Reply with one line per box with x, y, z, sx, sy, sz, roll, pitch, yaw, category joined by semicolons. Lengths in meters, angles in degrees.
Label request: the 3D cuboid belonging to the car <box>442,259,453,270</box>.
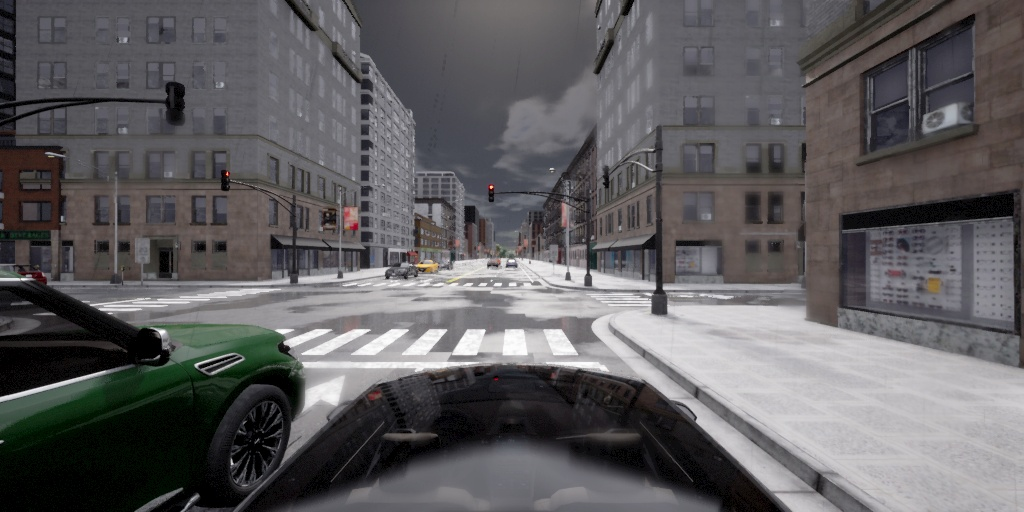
-9.883;1.242;52.728;2.128;1.511;4.902;0;0;0;car

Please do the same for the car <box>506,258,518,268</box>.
-0.052;1.312;61.865;1.994;1.385;4.181;0;0;0;car

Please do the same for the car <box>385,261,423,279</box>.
-9.871;1.279;32.444;1.812;1.442;4.674;0;0;2;car

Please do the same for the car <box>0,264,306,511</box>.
-3.148;0.971;1.232;2.150;2.045;5.566;0;0;0;car

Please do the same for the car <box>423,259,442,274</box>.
-9.878;1.231;41.660;1.882;1.535;5.008;0;0;0;car

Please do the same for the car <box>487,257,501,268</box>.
-3.302;1.349;61.892;1.895;1.301;4.718;0;0;0;car
